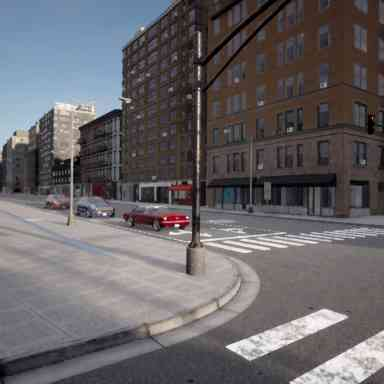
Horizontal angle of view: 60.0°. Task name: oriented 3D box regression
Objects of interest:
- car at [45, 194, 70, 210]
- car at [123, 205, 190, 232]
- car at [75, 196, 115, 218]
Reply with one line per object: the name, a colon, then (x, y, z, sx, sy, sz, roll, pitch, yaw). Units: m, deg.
car: (-14.865, 1.051, 37.105, 2.097, 1.767, 4.553, 1, 0, -36)
car: (-2.153, 1.453, 19.373, 1.895, 1.301, 4.718, 1, 0, -38)
car: (-8.057, 1.135, 27.605, 2.097, 1.767, 4.553, 1, 0, -36)
